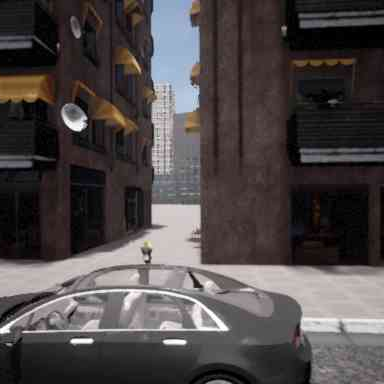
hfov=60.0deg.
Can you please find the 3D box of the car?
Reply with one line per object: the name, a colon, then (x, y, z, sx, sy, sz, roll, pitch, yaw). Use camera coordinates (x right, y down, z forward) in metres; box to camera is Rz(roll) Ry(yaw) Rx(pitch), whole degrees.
car: (-0.934, 1.586, 3.903, 4.403, 1.369, 2.008, 0, 0, 5)
